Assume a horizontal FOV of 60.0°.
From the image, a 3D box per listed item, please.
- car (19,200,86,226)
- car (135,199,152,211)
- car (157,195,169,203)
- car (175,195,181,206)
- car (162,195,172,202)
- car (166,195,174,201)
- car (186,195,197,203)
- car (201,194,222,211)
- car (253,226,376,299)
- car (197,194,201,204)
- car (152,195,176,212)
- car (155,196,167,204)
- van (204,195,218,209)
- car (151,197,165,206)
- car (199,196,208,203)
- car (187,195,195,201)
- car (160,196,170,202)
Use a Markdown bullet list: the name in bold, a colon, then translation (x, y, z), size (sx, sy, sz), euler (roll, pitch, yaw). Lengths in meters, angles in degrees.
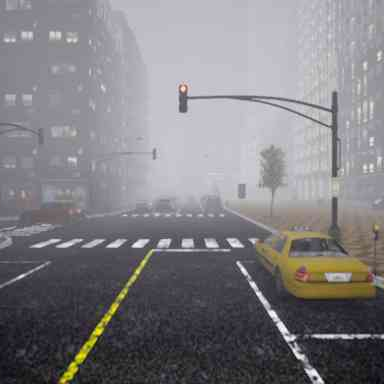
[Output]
- **car**: translation (-10.260, 1.481, 24.421), size (4.553, 1.767, 2.097), euler (-1, 1, 12)
- **car**: translation (-5.809, 1.544, 40.601), size (2.008, 1.369, 4.403), euler (0, 0, 0)
- **car**: translation (-5.890, 1.457, 68.234), size (1.967, 1.590, 4.097), euler (0, 0, 0)
- **car**: translation (-3.244, 1.507, 55.016), size (1.837, 1.490, 4.892), euler (0, 0, 0)
- **car**: translation (-5.922, 1.471, 79.287), size (1.967, 1.590, 4.097), euler (0, 0, 0)
- **car**: translation (-5.952, 1.572, 90.171), size (1.752, 1.417, 4.829), euler (0, 0, 0)
- **car**: translation (-0.200, 1.571, 69.810), size (1.994, 1.385, 4.181), euler (0, 0, 0)
- **car**: translation (2.569, 1.308, 40.625), size (2.192, 1.841, 5.009), euler (0, 0, 0)
- **car**: translation (2.663, 1.521, 8.382), size (1.752, 1.417, 4.829), euler (0, 0, 0)
- **car**: translation (2.505, 1.326, 62.731), size (2.192, 1.841, 5.009), euler (0, 0, 0)
- **car**: translation (-3.211, 1.471, 39.071), size (1.882, 1.535, 5.008), euler (0, 0, 0)
- **car**: translation (-5.874, 1.555, 62.706), size (1.887, 1.381, 4.507), euler (0, 0, 0)
- **van**: translation (2.553, 1.337, 46.151), size (1.690, 1.788, 3.998), euler (0, 0, 0)
- **car**: translation (-5.857, 1.555, 57.181), size (2.008, 1.369, 4.403), euler (0, 0, 0)
- **car**: translation (2.475, 1.569, 73.785), size (1.887, 1.381, 4.507), euler (0, 0, 0)
- **car**: translation (-0.228, 1.423, 79.811), size (1.882, 1.535, 5.008), euler (0, 0, 0)
- **car**: translation (-5.905, 1.606, 73.761), size (1.802, 1.307, 4.206), euler (0, 0, 0)
